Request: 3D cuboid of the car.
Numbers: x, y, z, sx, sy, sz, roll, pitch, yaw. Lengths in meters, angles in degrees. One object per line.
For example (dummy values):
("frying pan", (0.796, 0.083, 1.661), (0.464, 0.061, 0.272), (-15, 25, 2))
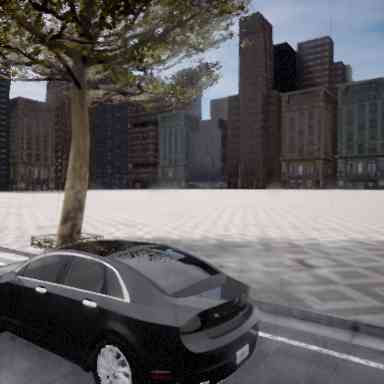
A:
("car", (-1.424, 1.486, 5.010), (4.892, 1.490, 1.837), (0, 0, 36))
